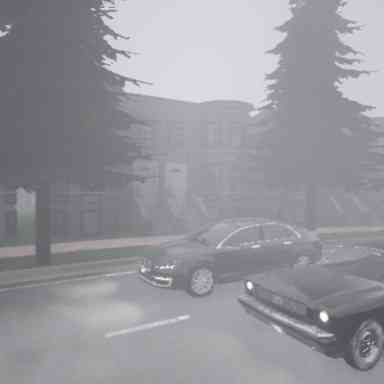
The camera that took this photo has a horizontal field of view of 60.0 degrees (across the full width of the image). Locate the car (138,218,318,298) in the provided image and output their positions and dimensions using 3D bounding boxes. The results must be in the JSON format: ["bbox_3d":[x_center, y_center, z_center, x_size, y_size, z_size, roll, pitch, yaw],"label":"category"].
[{"bbox_3d":[1.093,1.447,8.343,4.892,1.490,1.837,0,0,-28],"label":"car"}]

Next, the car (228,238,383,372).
[{"bbox_3d":[3.148,1.571,5.602,4.718,1.301,1.895,0,0,-27],"label":"car"}]
